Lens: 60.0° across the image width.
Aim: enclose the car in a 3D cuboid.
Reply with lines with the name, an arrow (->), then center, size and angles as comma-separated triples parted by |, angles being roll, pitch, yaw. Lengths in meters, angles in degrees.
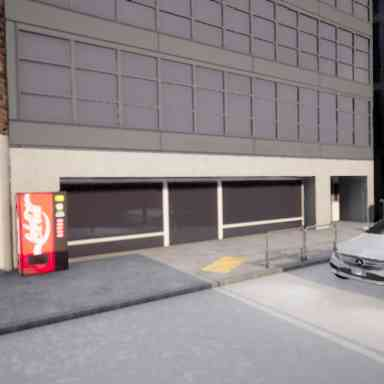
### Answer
car -> 5.250, 1.242, 7.812 | 4.674, 1.442, 1.812 | -2, 2, -32
